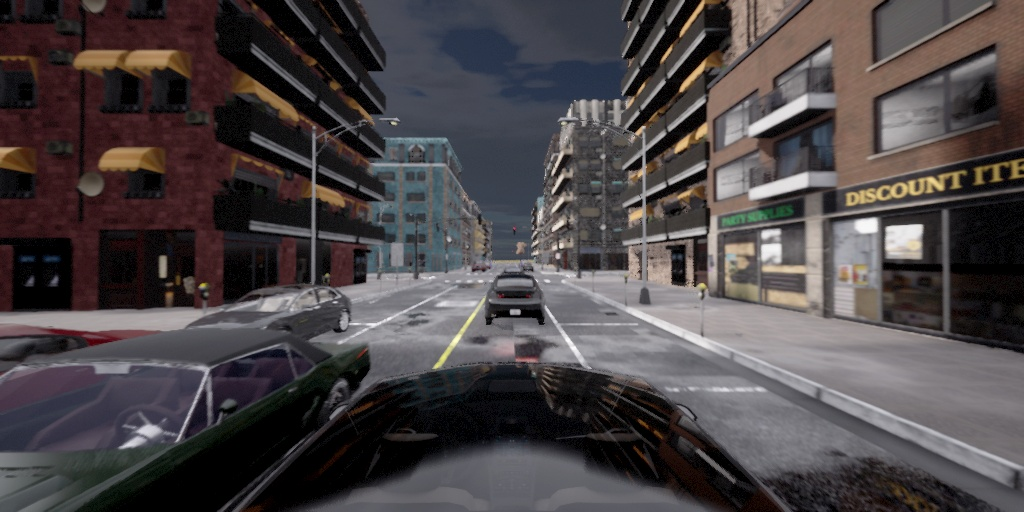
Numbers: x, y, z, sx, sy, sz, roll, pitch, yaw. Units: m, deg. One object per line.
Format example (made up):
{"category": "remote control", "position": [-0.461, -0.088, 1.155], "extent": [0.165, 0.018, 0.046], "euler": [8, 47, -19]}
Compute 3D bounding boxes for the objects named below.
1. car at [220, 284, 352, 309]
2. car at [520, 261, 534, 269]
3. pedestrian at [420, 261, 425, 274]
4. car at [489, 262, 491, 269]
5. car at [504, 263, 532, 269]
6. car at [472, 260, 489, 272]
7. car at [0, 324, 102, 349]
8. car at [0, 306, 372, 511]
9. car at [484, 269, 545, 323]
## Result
{"category": "car", "position": [-5.316, 1.370, 8.382], "extent": [2.007, 1.370, 4.403], "euler": [0, 0, 0]}
{"category": "car", "position": [2.567, 1.883, 57.629], "extent": [1.948, 1.339, 4.313], "euler": [0, 0, 0]}
{"category": "pedestrian", "position": [-12.149, 1.514, 48.390], "extent": [0.375, 1.860, 0.375], "euler": [0, 0, 0]}
{"category": "car", "position": [-5.313, 1.917, 63.181], "extent": [1.888, 1.381, 4.507], "euler": [0, 0, 0]}
{"category": "car", "position": [0.102, 1.496, 26.398], "extent": [2.128, 1.511, 4.902], "euler": [0, -1, 0]}
{"category": "car", "position": [-5.313, 1.632, 57.629], "extent": [2.192, 1.841, 5.009], "euler": [0, 0, 0]}
{"category": "car", "position": [-5.316, 1.307, 2.795], "extent": [1.888, 1.381, 4.507], "euler": [0, 0, 0]}
{"category": "car", "position": [-2.851, 1.361, 2.685], "extent": [1.895, 1.301, 4.718], "euler": [0, -1, 0]}
{"category": "car", "position": [0.095, 1.368, 12.565], "extent": [1.837, 1.490, 4.892], "euler": [0, -1, 0]}
